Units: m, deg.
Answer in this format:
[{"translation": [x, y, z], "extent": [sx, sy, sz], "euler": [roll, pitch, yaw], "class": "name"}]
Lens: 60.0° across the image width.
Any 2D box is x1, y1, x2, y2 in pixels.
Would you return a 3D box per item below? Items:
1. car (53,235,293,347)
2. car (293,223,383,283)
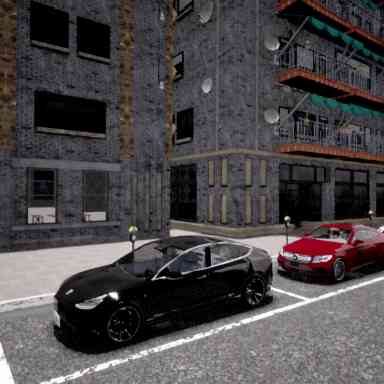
[{"translation": [-0.294, 1.566, 6.356], "extent": [4.313, 1.339, 1.947], "euler": [0, 0, -36], "class": "car"}, {"translation": [4.303, 1.585, 9.662], "extent": [4.206, 1.307, 1.802], "euler": [0, 0, -36], "class": "car"}]
